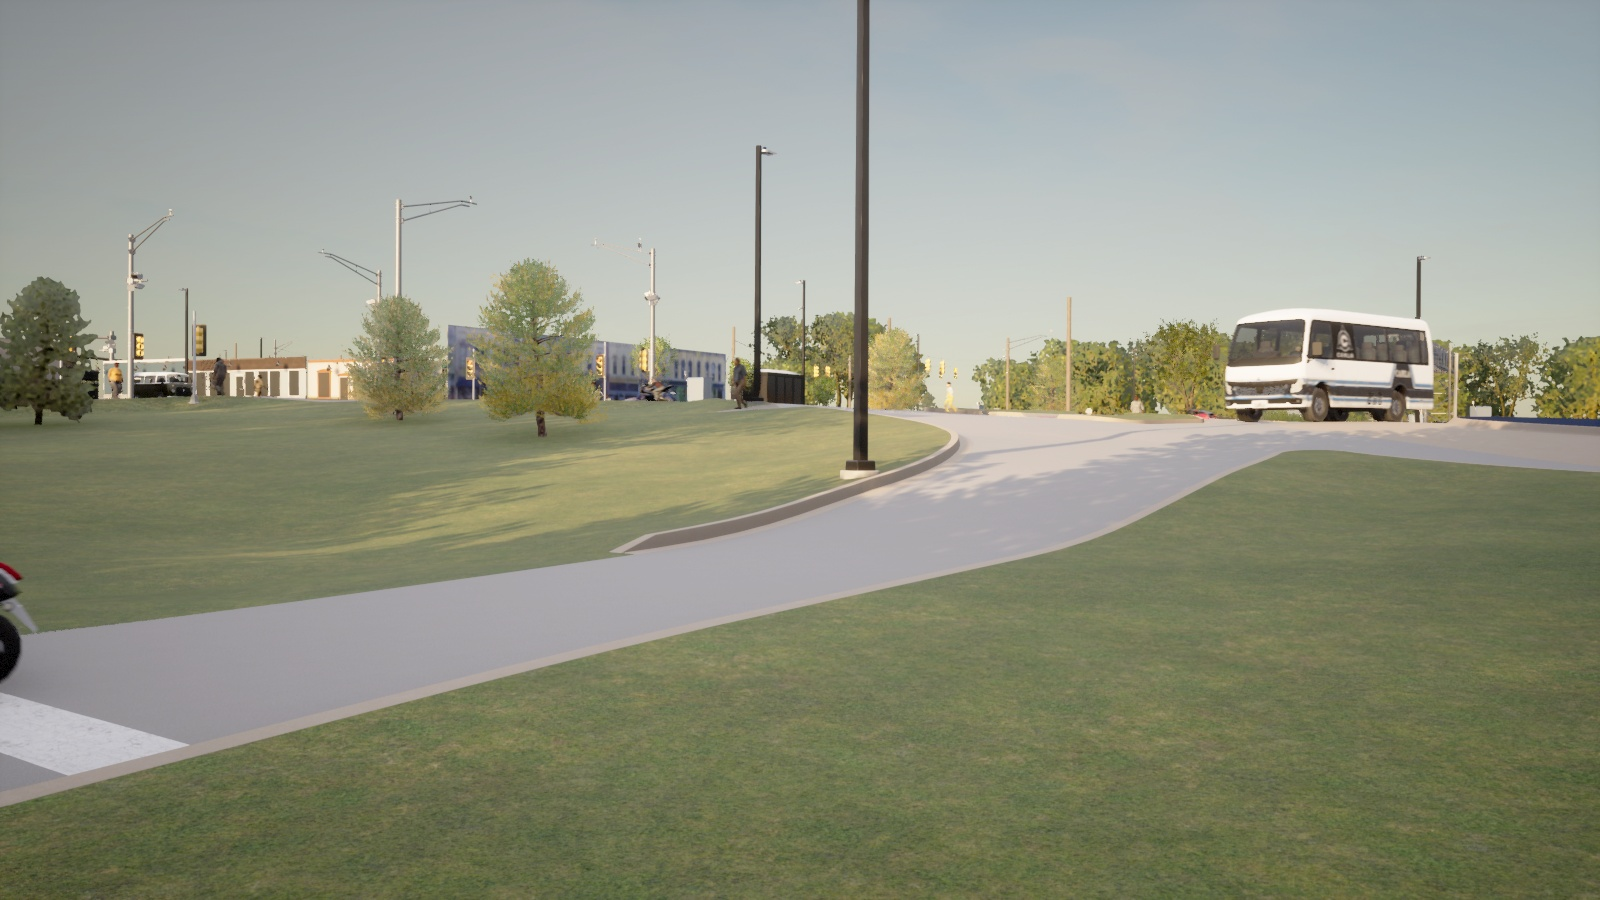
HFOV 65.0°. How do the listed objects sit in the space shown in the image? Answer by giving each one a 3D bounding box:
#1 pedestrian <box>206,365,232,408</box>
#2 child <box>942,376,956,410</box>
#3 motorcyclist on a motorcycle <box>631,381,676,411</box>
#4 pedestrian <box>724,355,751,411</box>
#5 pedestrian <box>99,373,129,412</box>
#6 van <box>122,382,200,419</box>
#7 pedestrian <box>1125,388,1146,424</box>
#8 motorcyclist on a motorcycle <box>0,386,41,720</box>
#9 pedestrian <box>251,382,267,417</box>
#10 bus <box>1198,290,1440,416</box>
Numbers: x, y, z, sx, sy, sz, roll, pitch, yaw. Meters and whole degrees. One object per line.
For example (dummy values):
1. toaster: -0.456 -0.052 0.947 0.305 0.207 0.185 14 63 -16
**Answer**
1. pedestrian: -26.863 -2.922 58.034 0.873 1.952 0.659 -1 0 24
2. child: 5.474 -2.095 46.141 0.437 1.263 0.270 -1 0 -32
3. motorcyclist on a motorcycle: -7.567 -2.781 64.814 2.191 1.530 0.866 0 1 28
4. pedestrian: -2.091 -2.226 41.862 0.694 1.848 0.540 -1 0 -31
5. pedestrian: -33.212 -2.788 60.827 0.900 1.855 0.874 -1 0 25
6. van: -37.714 -2.905 74.114 4.480 2.038 2.069 0 1 33
7. pedestrian: 17.784 -2.304 66.543 0.874 1.855 0.900 -1 0 26
8. motorcyclist on a motorcycle: -4.682 0.512 5.949 1.817 1.590 0.866 -1 -1 -33
9. pedestrian: -30.870 -2.872 71.661 0.396 1.930 0.692 -1 0 34
10. bus: 20.093 -3.536 48.238 10.273 4.253 3.944 -2 1 -38
